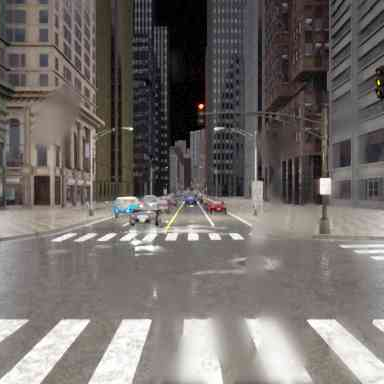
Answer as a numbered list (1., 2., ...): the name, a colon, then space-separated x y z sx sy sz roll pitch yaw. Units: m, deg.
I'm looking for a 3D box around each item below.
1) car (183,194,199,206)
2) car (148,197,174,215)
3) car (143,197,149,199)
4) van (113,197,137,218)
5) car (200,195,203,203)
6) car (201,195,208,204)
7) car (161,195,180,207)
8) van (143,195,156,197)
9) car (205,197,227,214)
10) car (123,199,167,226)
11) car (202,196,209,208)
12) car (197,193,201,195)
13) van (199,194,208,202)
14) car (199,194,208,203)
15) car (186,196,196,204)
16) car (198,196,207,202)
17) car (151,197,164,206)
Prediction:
1. car: -0.187 1.498 54.726 1.882 1.535 5.008 0 0 0
2. car: -3.209 1.533 34.836 1.812 1.442 4.674 0 0 0
3. car: -5.893 1.552 35.428 1.887 1.381 4.507 0 0 0
4. van: -5.874 1.346 29.903 1.690 1.788 3.998 0 0 0
5. car: 2.595 1.544 52.187 1.752 1.417 4.829 0 0 0
6. car: 2.618 1.559 46.492 1.887 1.381 4.507 0 0 0
7. car: -3.241 1.581 50.555 1.994 1.385 4.181 0 0 0
8. van: -5.934 1.355 46.477 1.690 1.788 3.998 0 0 0
9. car: 2.662 1.552 35.441 1.887 1.381 4.507 0 0 0
10. car: -3.151 1.494 23.322 2.128 1.511 4.902 0 0 -1
11. car: 2.640 1.555 40.966 1.887 1.381 4.507 0 0 0
12. car: 2.530 1.345 68.594 2.192 1.841 5.009 0 0 0
13. van: 2.508 1.375 74.119 1.690 1.788 3.998 0 0 0
14. car: 2.553 1.571 63.068 1.887 1.381 4.507 0 0 0
15. car: -0.226 1.592 65.145 1.994 1.385 4.181 0 0 0
16. car: 2.487 1.589 79.644 2.008 1.369 4.403 0 0 0
17. car: -5.972 1.604 57.527 1.802 1.307 4.206 0 0 0
